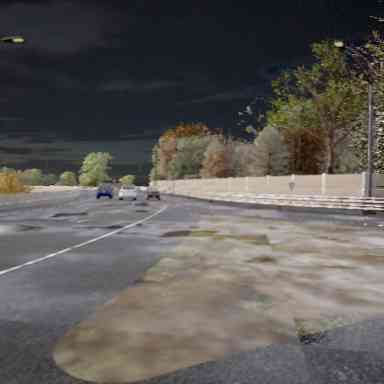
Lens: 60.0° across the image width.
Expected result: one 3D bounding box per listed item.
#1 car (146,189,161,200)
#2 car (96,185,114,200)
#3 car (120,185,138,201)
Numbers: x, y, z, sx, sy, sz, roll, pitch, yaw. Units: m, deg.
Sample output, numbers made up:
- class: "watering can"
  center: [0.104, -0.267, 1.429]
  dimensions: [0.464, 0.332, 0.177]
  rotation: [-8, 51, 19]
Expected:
- class: "car"
  center: [-5.465, 0.355, 47.232]
  dimensions: [1.837, 1.490, 4.892]
  rotation: [0, 0, -8]
- class: "car"
  center: [-12.679, 0.000, 48.690]
  dimensions: [2.150, 2.045, 5.566]
  rotation: [0, 1, -10]
- class: "car"
  center: [-8.730, 0.083, 46.013]
  dimensions: [2.150, 2.045, 5.566]
  rotation: [0, 1, -8]
